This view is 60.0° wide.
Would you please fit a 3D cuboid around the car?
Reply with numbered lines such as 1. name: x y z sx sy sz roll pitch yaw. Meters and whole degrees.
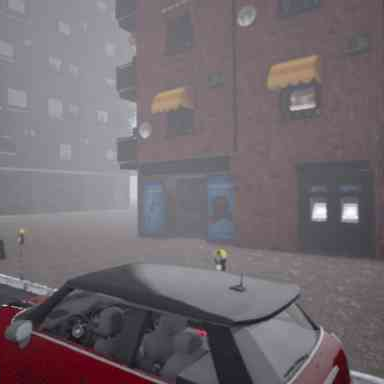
1. car: -0.672 1.465 3.356 4.097 1.590 1.967 -1 -1 36
